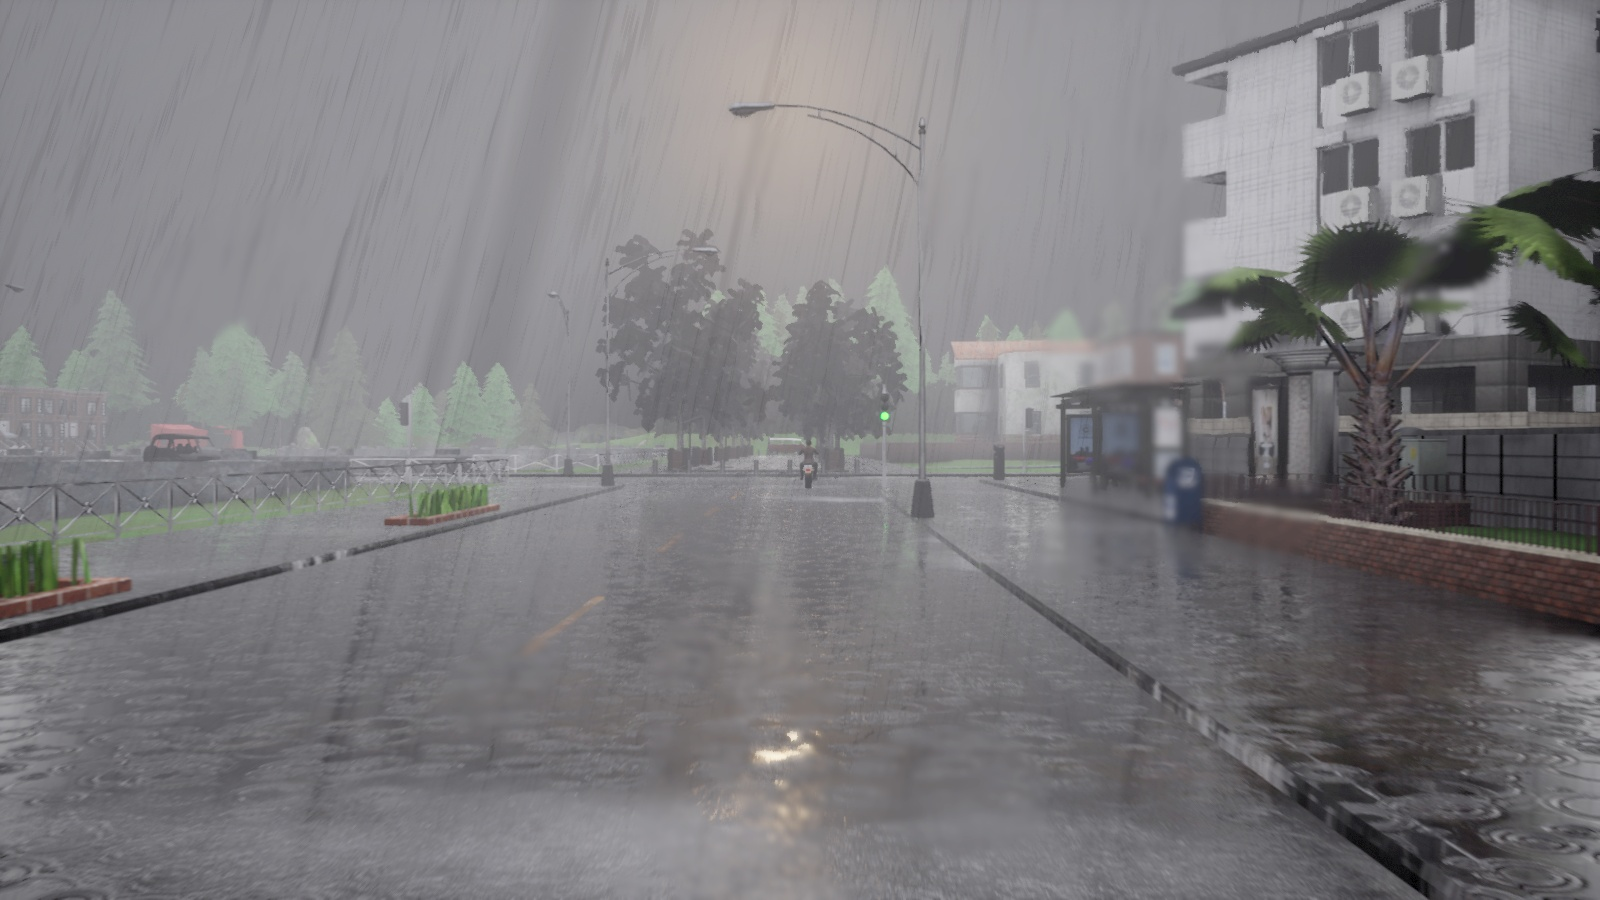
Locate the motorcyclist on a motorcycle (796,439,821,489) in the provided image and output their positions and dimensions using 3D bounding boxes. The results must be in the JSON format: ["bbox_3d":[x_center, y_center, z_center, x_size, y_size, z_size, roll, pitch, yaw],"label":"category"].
[{"bbox_3d":[0.304,0.459,42.224,0.766,1.649,2.350,0,0,2],"label":"motorcyclist on a motorcycle"}]

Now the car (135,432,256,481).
[{"bbox_3d":[-23.877,0.243,49.663,3.866,1.878,1.905,0,0,0],"label":"car"}]
